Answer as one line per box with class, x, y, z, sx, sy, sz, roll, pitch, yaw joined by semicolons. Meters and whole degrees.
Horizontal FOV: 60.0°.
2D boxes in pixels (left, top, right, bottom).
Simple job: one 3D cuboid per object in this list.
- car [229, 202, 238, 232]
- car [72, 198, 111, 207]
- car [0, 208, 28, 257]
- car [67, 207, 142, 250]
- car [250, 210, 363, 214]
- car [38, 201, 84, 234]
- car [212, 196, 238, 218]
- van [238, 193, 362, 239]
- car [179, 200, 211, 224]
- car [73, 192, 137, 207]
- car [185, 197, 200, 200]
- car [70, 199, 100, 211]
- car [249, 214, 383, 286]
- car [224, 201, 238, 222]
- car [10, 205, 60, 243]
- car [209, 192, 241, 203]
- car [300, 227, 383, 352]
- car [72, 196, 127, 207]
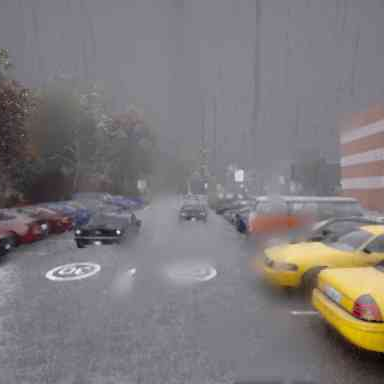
car;4.435;1.403;16.099;4.792;1.488;2.163;0;0;0
car;-8.162;1.337;21.664;4.892;1.521;2.231;0;0;0
car;-8.164;1.411;10.244;5.008;1.535;2.097;0;0;0
car;-3.359;1.507;14.068;1.895;1.301;4.718;0;0;0
car;4.411;1.450;10.448;4.674;1.452;2.002;0;0;0
car;-8.158;1.373;16.016;5.008;1.535;2.097;0;0;0
car;4.405;1.296;27.401;5.008;1.535;2.097;0;0;0
van;4.291;1.166;13.272;4.442;1.987;1.878;0;0;0
car;0.088;1.445;23.370;1.895;1.301;4.718;0;0;0
car;-8.146;1.024;30.008;5.566;2.045;2.435;0;0;0
car;0.078;1.260;41.511;1.994;1.385;4.181;0;1;0
car;-8.159;1.355;18.840;5.008;1.535;2.097;0;0;0
car;4.225;1.426;7.622;5.366;1.575;1.946;0;0;0
car;4.402;1.394;18.925;4.674;1.452;2.002;0;0;0
car;-8.190;1.422;13.192;4.792;1.488;2.163;0;0;0
car;4.425;1.000;33.052;5.566;2.045;2.435;0;0;0
car;4.597;1.445;4.797;5.366;1.575;1.946;0;0;0
car;-8.179;1.297;27.310;4.892;1.521;2.231;0;0;0
